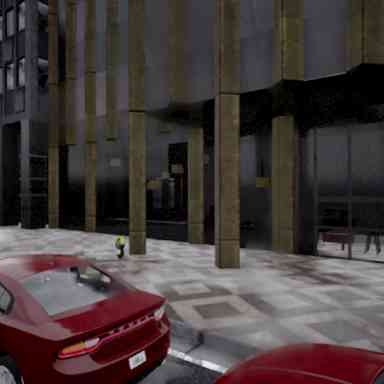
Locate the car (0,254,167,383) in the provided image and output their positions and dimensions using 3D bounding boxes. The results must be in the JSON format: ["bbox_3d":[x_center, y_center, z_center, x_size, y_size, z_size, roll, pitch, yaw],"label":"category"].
[{"bbox_3d":[-2.363,1.557,4.640,4.507,1.381,1.887,0,0,35],"label":"car"}]

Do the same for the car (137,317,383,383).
[{"bbox_3d":[2.068,1.542,1.489,4.507,1.381,1.887,0,0,35],"label":"car"}]
